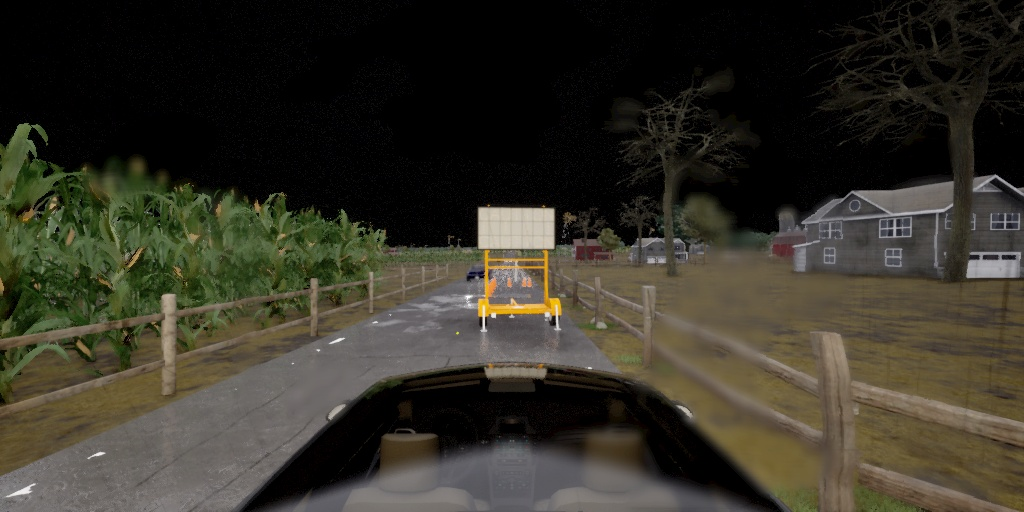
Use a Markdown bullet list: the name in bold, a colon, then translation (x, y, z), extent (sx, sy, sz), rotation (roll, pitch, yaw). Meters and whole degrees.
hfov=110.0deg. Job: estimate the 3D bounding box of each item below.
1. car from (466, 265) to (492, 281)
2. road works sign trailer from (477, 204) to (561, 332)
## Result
- **car**: translation (-2.747, 1.416, 30.494), extent (1.895, 1.301, 4.718), rotation (0, 0, 0)
- **road works sign trailer**: translation (0.121, 0.227, 11.037), extent (2.380, 3.560, 2.880), rotation (0, 0, -5)
